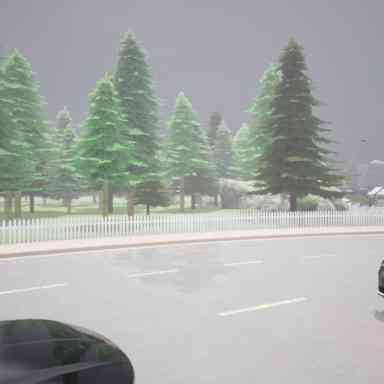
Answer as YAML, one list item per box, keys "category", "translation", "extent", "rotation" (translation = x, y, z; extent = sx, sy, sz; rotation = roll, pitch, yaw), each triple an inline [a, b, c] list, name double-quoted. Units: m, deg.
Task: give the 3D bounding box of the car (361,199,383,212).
- category: "car"
  translation: [23.111, 1.581, 41.123]
  extent: [1.812, 1.442, 4.674]
  rotation: [0, 0, -3]

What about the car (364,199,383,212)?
- category: "car"
  translation: [19.910, 1.619, 36.072]
  extent: [1.994, 1.385, 4.181]
  rotation: [0, 0, -3]

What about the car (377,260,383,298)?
- category: "car"
  translation: [5.680, 1.492, 6.134]
  extent: [4.902, 1.511, 2.128]
  rotation: [0, 0, -23]

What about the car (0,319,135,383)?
- category: "car"
  translation: [-2.678, 1.478, 1.653]
  extent: [5.008, 1.535, 1.882]
  rotation: [0, 0, -36]
